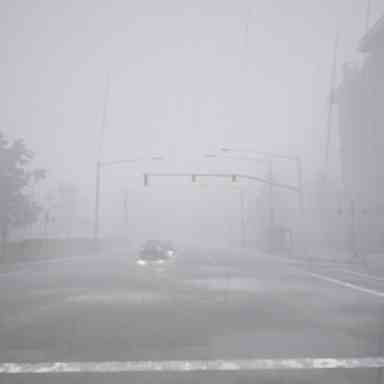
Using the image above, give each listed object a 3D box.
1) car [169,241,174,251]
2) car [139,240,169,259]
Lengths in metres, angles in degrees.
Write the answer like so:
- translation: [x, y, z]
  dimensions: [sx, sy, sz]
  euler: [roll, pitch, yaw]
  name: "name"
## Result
- translation: [-3.522, 7.564, 46.658]
  dimensions: [1.994, 1.385, 4.181]
  euler: [0, -8, 0]
  name: "car"
- translation: [-3.560, 5.155, 30.485]
  dimensions: [2.097, 1.767, 4.553]
  euler: [0, -8, 0]
  name: "car"
